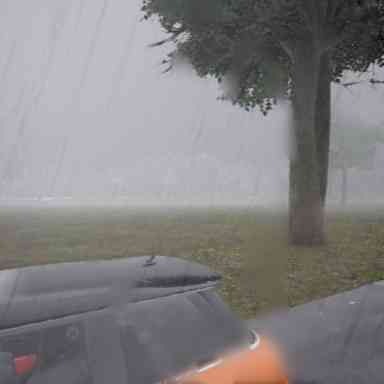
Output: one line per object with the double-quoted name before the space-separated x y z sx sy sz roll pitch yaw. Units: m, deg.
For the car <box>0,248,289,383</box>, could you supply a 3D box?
"car" -1.494 1.353 1.959 4.553 1.767 2.097 0 0 -34
